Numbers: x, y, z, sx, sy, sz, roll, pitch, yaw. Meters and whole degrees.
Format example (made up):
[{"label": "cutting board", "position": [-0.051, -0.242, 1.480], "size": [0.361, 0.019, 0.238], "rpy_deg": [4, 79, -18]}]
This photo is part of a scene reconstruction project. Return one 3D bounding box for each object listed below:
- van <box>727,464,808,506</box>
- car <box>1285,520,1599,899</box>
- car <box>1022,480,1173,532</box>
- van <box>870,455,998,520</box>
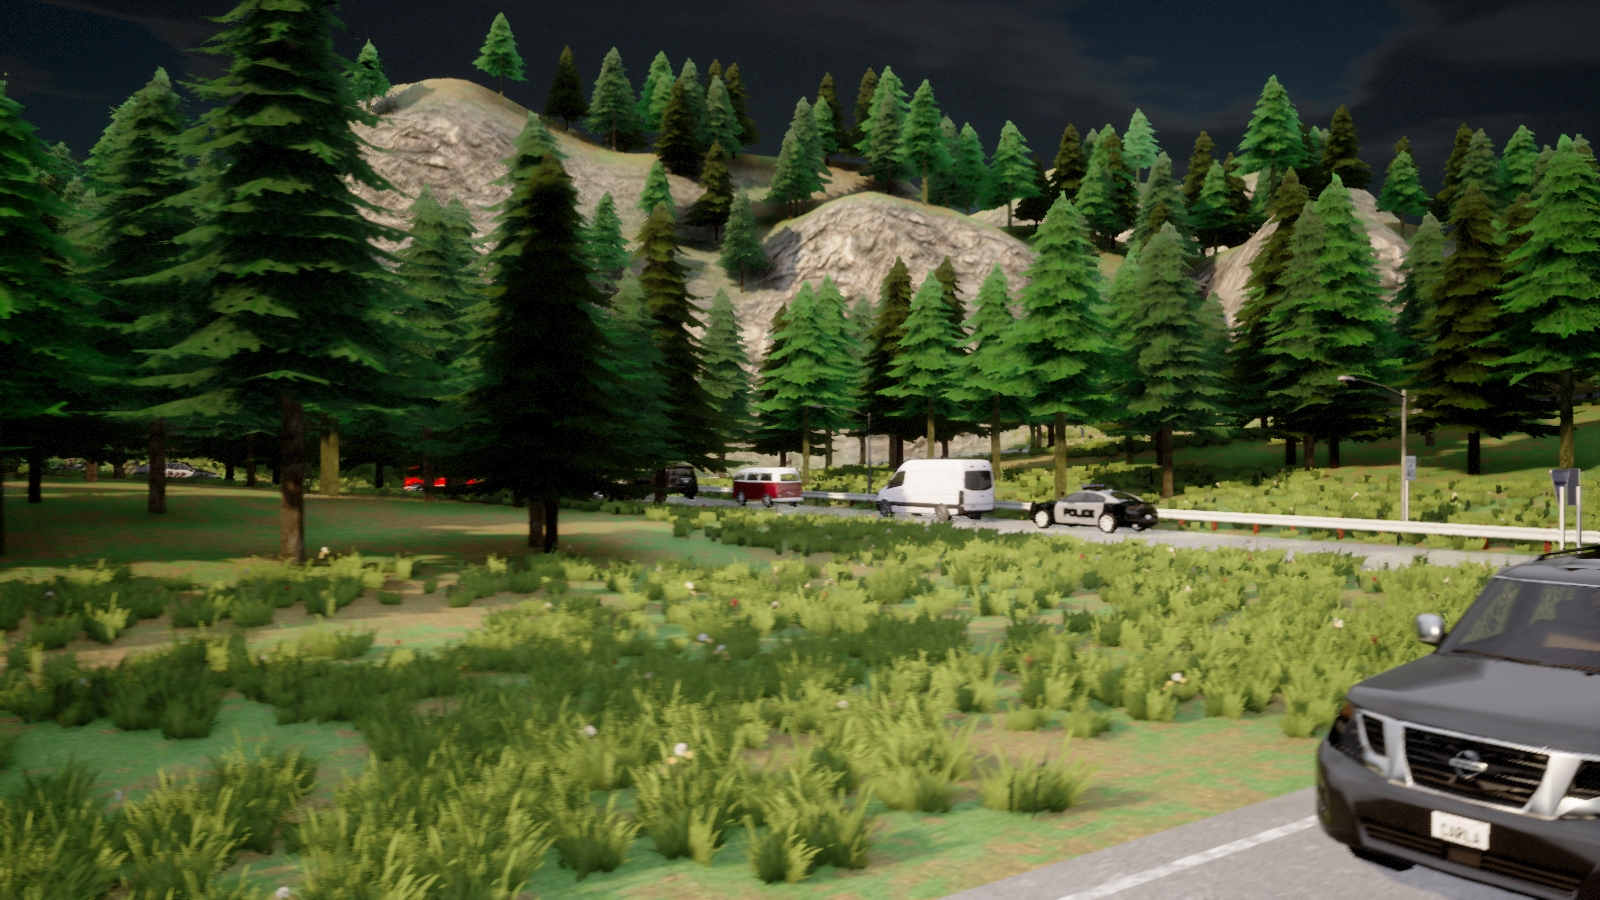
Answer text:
[{"label": "van", "position": [-1.715, 1.783, 59.401], "size": [2.069, 2.038, 4.480], "rpy_deg": [0, 0, -35]}, {"label": "car", "position": [5.989, 1.640, 8.024], "size": [5.566, 2.045, 2.150], "rpy_deg": [0, 0, -35]}, {"label": "car", "position": [10.778, 1.982, 41.800], "size": [2.097, 1.638, 5.238], "rpy_deg": [0, 0, -35]}, {"label": "van", "position": [5.631, 1.535, 48.934], "size": [1.988, 2.561, 5.915], "rpy_deg": [0, 0, -35]}]
